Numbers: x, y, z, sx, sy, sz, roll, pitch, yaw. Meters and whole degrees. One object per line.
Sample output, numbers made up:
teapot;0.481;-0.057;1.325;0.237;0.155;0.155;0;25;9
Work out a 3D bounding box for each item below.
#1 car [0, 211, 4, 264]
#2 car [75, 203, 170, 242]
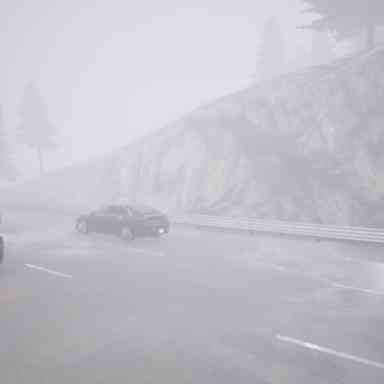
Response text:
car;-6.866;1.260;8.871;4.892;1.490;1.837;2;1;36
car;-3.199;1.248;14.856;4.892;1.490;1.837;2;1;36
